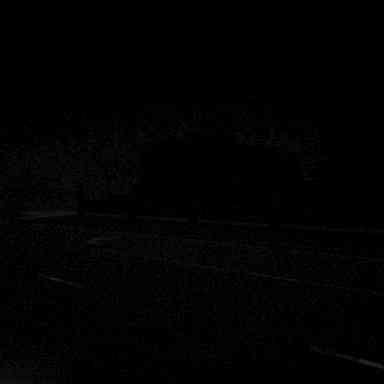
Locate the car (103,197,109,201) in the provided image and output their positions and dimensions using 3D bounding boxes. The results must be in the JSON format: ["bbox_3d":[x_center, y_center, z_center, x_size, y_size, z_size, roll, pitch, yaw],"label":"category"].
[{"bbox_3d":[-17.503,1.408,74.361,1.882,1.535,5.008,0,0,36],"label":"car"}]
